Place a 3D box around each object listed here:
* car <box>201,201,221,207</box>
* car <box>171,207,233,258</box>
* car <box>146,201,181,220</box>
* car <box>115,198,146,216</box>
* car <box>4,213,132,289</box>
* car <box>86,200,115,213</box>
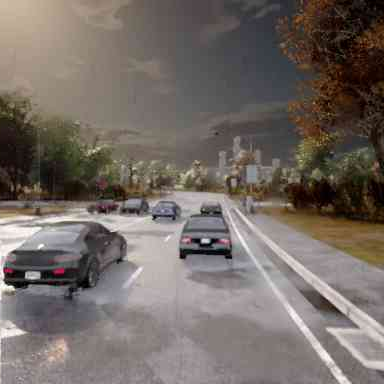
[{"bbox_3d":[1.764,1.509,30.343,1.895,1.301,4.718,0,0,5],"label":"car"},{"bbox_3d":[0.533,1.535,12.642,2.033,1.411,5.357,0,0,3],"label":"car"},{"bbox_3d":[-2.001,1.470,27.133,2.033,1.411,5.357,0,0,4],"label":"car"},{"bbox_3d":[-5.358,1.369,31.307,1.882,1.535,5.008,0,0,5],"label":"car"},{"bbox_3d":[-3.120,1.514,9.012,1.812,1.442,4.674,0,0,2],"label":"car"},{"bbox_3d":[-8.727,1.477,32.980,1.895,1.301,4.718,0,0,5],"label":"car"}]
